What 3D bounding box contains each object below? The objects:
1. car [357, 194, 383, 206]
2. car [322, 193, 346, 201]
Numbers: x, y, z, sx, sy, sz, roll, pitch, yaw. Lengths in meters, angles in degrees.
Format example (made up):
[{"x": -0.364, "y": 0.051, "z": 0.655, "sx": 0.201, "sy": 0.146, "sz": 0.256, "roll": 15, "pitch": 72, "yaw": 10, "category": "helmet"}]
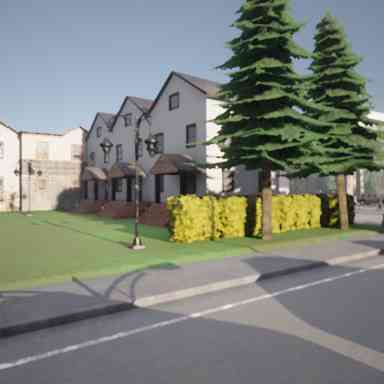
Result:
[{"x": 26.978, "y": 1.085, "z": 49.110, "sx": 1.932, "sy": 1.855, "sz": 4.605, "roll": 0, "pitch": 0, "yaw": -36, "category": "car"}, {"x": 31.829, "y": 1.081, "z": 74.568, "sx": 1.932, "sy": 1.855, "sz": 4.605, "roll": 0, "pitch": 0, "yaw": -36, "category": "car"}]
